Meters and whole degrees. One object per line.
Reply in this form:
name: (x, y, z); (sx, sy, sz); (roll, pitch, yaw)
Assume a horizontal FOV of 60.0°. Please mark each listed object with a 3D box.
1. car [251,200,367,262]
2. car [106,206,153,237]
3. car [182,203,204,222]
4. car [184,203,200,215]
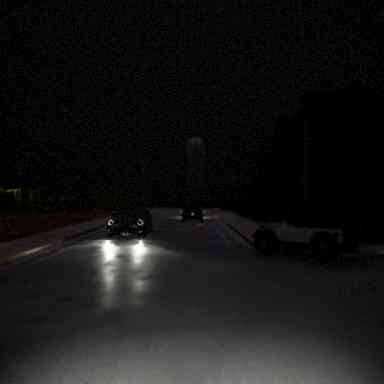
car: (4.150, 1.284, 12.059); (1.905, 1.878, 3.866); (-7, 3, -42)
car: (-3.522, 1.632, 19.486); (2.097, 1.767, 4.553); (0, -1, 0)
car: (0.063, 1.879, 29.696); (2.033, 1.411, 5.357); (0, -1, 0)
car: (0.050, 2.065, 41.784); (1.895, 1.301, 4.718); (0, -1, 0)
